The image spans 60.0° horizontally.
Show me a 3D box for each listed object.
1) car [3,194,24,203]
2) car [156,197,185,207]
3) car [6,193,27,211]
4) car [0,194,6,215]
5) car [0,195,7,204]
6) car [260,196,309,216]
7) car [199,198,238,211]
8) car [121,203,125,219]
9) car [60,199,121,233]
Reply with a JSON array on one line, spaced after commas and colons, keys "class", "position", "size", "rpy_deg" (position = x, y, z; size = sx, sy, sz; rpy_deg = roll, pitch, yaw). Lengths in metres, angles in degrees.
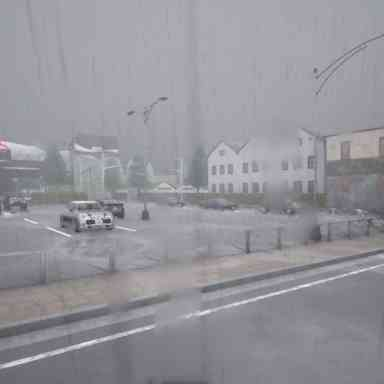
[{"class": "car", "position": [-39.270, 1.328, 73.021], "size": [3.866, 1.878, 1.905], "rpy_deg": [0, 0, -36]}, {"class": "car", "position": [-3.078, 1.371, 46.860], "size": [2.033, 1.411, 5.357], "rpy_deg": [0, 0, -35]}, {"class": "car", "position": [-20.135, 1.092, 37.938], "size": [1.905, 1.878, 3.866], "rpy_deg": [0, 0, -36]}, {"class": "car", "position": [-18.223, 1.113, 29.628], "size": [1.932, 1.855, 4.605], "rpy_deg": [0, 0, -36]}, {"class": "car", "position": [-39.497, 1.495, 65.893], "size": [4.611, 1.667, 2.242], "rpy_deg": [0, 0, -36]}, {"class": "car", "position": [8.460, 1.176, 30.600], "size": [2.097, 1.767, 4.553], "rpy_deg": [0, 0, -35]}, {"class": "car", "position": [2.925, 1.371, 38.366], "size": [2.033, 1.411, 5.357], "rpy_deg": [0, 0, -36]}, {"class": "car", "position": [-6.749, 1.313, 25.535], "size": [2.007, 1.523, 4.514], "rpy_deg": [0, 0, -36]}, {"class": "car", "position": [-5.620, 1.248, 17.672], "size": [1.970, 1.475, 3.806], "rpy_deg": [0, 0, -36]}]
